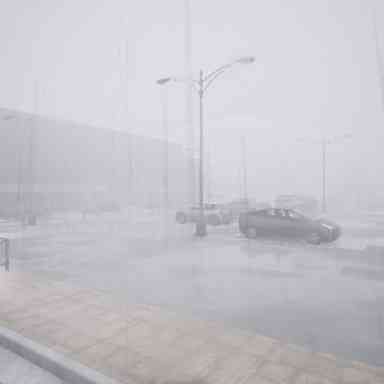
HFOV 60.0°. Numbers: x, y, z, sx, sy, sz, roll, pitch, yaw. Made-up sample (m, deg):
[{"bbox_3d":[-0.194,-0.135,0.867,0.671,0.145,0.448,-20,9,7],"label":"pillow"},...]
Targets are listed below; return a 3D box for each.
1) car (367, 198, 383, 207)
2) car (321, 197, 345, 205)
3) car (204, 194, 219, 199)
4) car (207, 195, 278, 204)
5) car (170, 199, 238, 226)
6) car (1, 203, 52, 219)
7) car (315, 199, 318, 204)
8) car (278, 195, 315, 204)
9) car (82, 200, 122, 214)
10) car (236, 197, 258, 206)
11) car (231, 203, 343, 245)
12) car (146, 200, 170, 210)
[{"bbox_3d":[28.091,1.576,49.298,3.806,1.475,1.970,0,0,35],"label":"car"},{"bbox_3d":[23.748,1.565,56.014,3.633,1.501,1.845,0,0,35],"label":"car"},{"bbox_3d":[3.921,1.398,51.818,2.150,2.045,5.566,0,0,35],"label":"car"},{"bbox_3d":[4.196,1.345,27.851,5.027,1.636,2.152,0,0,35],"label":"car"},{"bbox_3d":[0.758,1.424,22.422,3.806,1.475,1.970,0,0,35],"label":"car"},{"bbox_3d":[-15.346,1.740,30.977,1.994,1.385,4.181,0,0,35],"label":"car"},{"bbox_3d":[12.916,1.289,40.913,4.605,1.855,1.932,0,0,35],"label":"car"},{"bbox_3d":[11.577,1.269,38.302,3.866,1.878,1.905,0,0,35],"label":"car"},{"bbox_3d":[-10.269,1.681,38.161,1.837,1.490,4.892,0,0,35],"label":"car"},{"bbox_3d":[10.053,1.668,60.520,2.128,1.511,4.902,0,0,35],"label":"car"},{"bbox_3d":[4.403,1.490,15.364,4.514,1.523,2.007,0,0,35],"label":"car"},{"bbox_3d":[-4.487,1.740,46.313,1.994,1.385,4.181,0,0,36],"label":"car"}]
